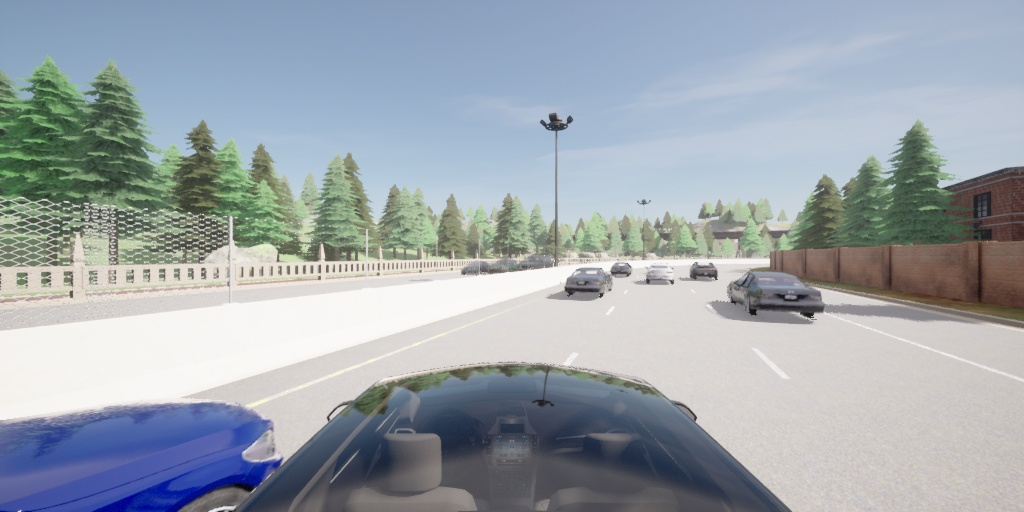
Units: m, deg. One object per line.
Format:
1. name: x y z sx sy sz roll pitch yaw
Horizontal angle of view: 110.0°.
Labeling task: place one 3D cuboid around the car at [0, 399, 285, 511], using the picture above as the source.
1. car: -3.077 1.276 0.824 1.812 1.442 4.674 0 0 22

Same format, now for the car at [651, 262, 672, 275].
1. car: 16.840 1.351 40.299 1.895 1.301 4.718 0 0 26

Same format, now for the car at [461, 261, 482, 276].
1. car: -3.594 1.275 37.692 1.812 1.442 4.674 0 0 23

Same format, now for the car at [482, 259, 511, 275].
1. car: -0.760 1.102 35.338 2.097 1.767 4.553 0 0 22

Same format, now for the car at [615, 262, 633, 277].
1. car: 11.080 1.297 36.145 2.033 1.411 5.357 0 0 23

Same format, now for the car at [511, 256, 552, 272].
1. car: 2.139 0.971 33.252 2.150 2.045 5.566 0 0 22

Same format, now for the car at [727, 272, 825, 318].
1. car: 9.408 1.297 13.218 2.033 1.411 5.357 0 0 22

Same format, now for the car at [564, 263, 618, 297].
1. car: 4.159 1.297 18.952 2.033 1.411 5.357 0 0 22

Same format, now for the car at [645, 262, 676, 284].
1. car: 11.221 1.276 27.224 1.812 1.442 4.674 0 0 22

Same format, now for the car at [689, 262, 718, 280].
1. car: 16.625 1.240 31.240 2.128 1.511 4.902 0 0 22
